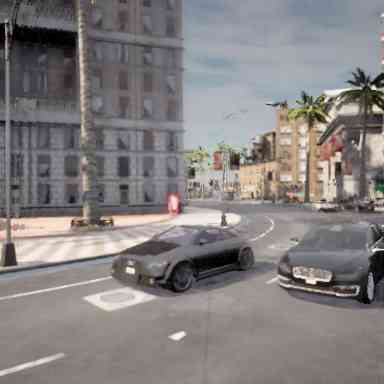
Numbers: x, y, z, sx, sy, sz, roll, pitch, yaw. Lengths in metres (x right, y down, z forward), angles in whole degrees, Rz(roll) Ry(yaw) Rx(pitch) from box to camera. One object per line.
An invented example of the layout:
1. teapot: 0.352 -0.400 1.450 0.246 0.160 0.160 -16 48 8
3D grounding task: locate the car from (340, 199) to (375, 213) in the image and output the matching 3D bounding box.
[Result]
1. car: 18.938 1.560 38.068 1.812 1.442 4.674 0 0 -4

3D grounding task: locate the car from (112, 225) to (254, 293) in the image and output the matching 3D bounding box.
1. car: -0.072 1.622 9.129 1.994 1.385 4.181 -1 -1 43

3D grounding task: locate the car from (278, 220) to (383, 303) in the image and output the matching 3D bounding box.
1. car: 3.829 1.521 8.465 1.837 1.490 4.892 -1 -1 38

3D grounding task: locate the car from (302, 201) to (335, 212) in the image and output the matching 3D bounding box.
1. car: 15.215 1.685 40.438 1.895 1.301 4.718 0 0 -8
